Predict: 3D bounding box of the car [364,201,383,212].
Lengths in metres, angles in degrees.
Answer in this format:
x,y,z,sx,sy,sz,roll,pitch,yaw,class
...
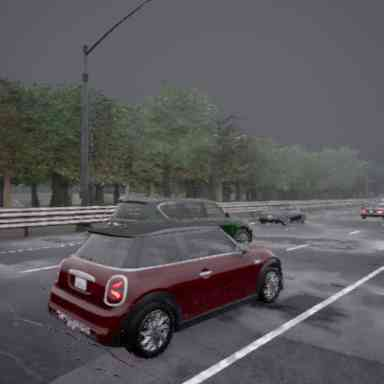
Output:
x,y,z,sx,sy,sz,roll,pitch,yaw,class
23.815,1.835,42.930,1.895,1.301,4.718,0,0,40,car

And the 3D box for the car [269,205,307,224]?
x,y,z,sx,sy,sz,roll,pitch,yaw,class
6.518,1.604,23.521,1.994,1.385,4.181,0,0,42,car

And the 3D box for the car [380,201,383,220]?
x,y,z,sx,sy,sz,roll,pitch,yaw,class
14.509,1.343,22.060,2.150,2.045,5.566,0,0,42,car

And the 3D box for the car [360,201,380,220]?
x,y,z,sx,sy,sz,roll,pitch,yaw,class
16.317,1.679,29.100,2.033,1.411,5.357,0,0,41,car

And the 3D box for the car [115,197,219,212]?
x,y,z,sx,sy,sz,roll,pitch,yaw,class
-0.165,1.200,11.183,2.150,2.045,5.566,0,0,43,car

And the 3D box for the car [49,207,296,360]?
x,y,z,sx,sy,sz,roll,pitch,yaw,class
-0.123,1.332,6.288,2.097,1.767,4.553,0,0,44,car
